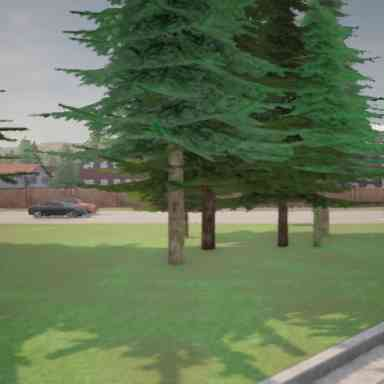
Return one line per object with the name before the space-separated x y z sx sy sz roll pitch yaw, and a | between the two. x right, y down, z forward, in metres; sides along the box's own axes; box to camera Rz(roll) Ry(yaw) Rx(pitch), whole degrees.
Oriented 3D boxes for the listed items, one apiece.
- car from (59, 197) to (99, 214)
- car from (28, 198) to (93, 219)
car | -11.370 1.315 32.005 4.553 1.767 2.097 0 0 3
car | -11.437 1.481 28.504 4.892 1.490 1.837 -1 0 3
